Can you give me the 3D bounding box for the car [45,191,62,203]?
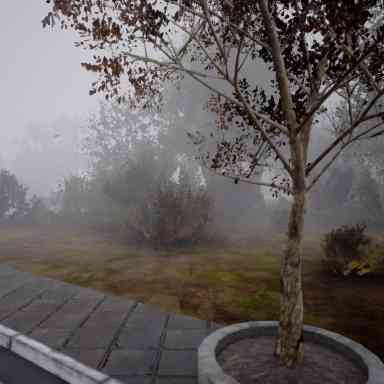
[{"bbox_3d":[-17.674,0.944,42.839,2.150,2.045,5.566,1,0,32],"label":"car"}]
